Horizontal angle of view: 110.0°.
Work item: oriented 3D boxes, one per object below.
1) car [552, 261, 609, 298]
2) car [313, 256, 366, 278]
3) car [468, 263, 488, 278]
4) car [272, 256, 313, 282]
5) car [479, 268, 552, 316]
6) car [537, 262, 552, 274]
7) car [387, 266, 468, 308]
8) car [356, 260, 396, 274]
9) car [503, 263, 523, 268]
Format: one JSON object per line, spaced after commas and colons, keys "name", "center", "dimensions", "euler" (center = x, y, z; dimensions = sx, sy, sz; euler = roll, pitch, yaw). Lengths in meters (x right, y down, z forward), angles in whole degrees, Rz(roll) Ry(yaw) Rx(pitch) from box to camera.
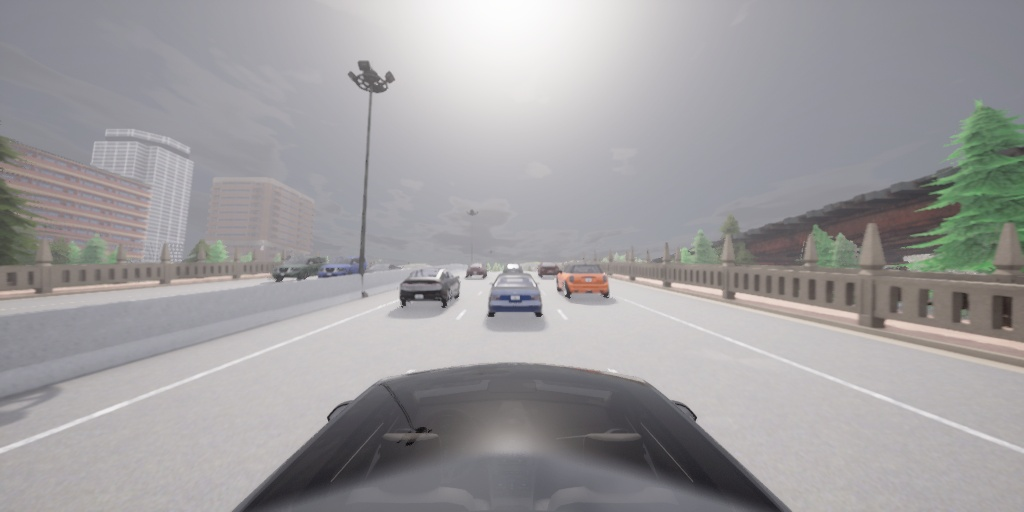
{"name": "car", "center": [3.600, 1.151, 18.990], "dimensions": [2.097, 1.767, 4.553], "euler": [0, 0, 0]}
{"name": "car", "center": [-14.099, 1.052, 30.422], "dimensions": [2.150, 2.045, 5.566], "euler": [0, 0, 0]}
{"name": "car", "center": [-3.401, 1.372, 35.444], "dimensions": [1.812, 1.442, 4.674], "euler": [0, 0, 0]}
{"name": "car", "center": [-17.599, 1.052, 30.279], "dimensions": [2.150, 2.045, 5.566], "euler": [0, 0, 0]}
{"name": "car", "center": [0.100, 1.331, 13.446], "dimensions": [2.033, 1.411, 5.357], "euler": [0, 0, 0]}
{"name": "car", "center": [3.600, 1.326, 36.291], "dimensions": [1.882, 1.535, 5.008], "euler": [0, 0, 0]}
{"name": "car", "center": [-3.401, 1.281, 15.565], "dimensions": [2.128, 1.511, 4.902], "euler": [0, 0, 0]}
{"name": "car", "center": [-10.598, 1.307, 29.390], "dimensions": [1.882, 1.535, 5.008], "euler": [0, 0, 0]}
{"name": "car", "center": [0.099, 1.410, 35.422], "dimensions": [1.994, 1.385, 4.181], "euler": [0, 0, 0]}
